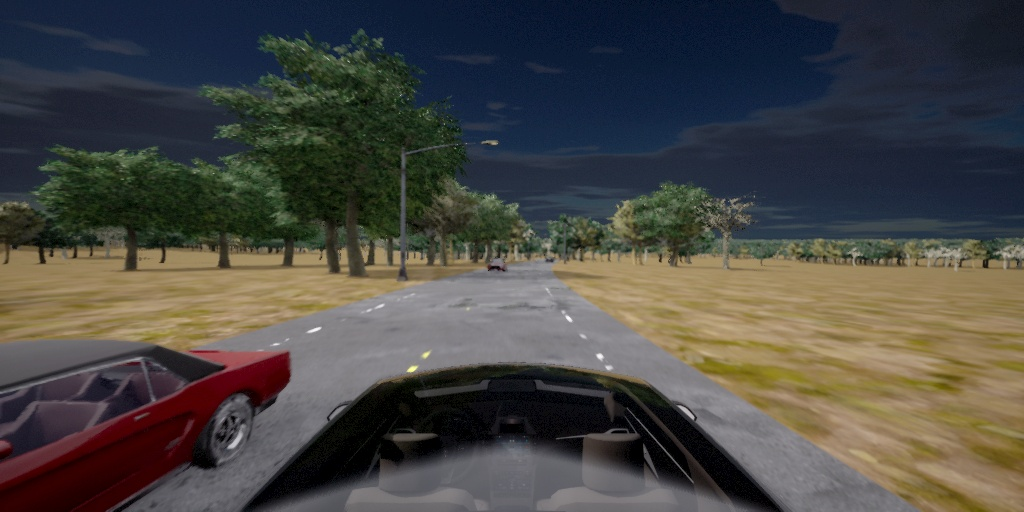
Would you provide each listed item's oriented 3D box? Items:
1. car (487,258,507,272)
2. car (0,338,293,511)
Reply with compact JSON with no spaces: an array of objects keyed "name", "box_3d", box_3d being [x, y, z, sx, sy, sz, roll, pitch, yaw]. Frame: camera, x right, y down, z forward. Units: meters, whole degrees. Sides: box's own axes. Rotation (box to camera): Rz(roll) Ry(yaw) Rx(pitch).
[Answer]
[{"name":"car","box_3d":[-1.784,1.063,44.455,2.097,1.767,4.553,1,0,5]},{"name":"car","box_3d":[-3.582,1.331,2.085,1.895,1.301,4.718,0,0,0]}]
